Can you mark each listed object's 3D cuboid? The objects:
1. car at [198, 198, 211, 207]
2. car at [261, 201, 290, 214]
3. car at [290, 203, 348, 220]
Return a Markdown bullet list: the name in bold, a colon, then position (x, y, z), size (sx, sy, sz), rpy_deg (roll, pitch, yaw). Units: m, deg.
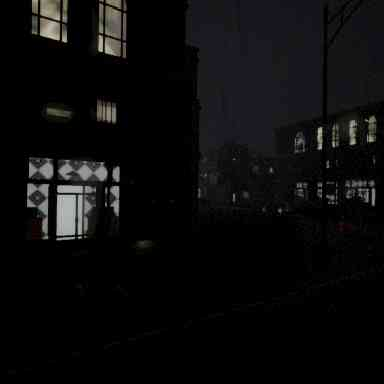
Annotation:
- **car**: position (1.327, 1.619, 52.106), size (1.887, 1.381, 4.507), rpy_deg (1, -1, -27)
- **car**: position (9.404, 1.622, 36.629), size (2.008, 1.369, 4.403), rpy_deg (1, -1, -27)
- **car**: position (10.791, 1.624, 27.857), size (1.895, 1.301, 4.718), rpy_deg (1, 0, -24)
